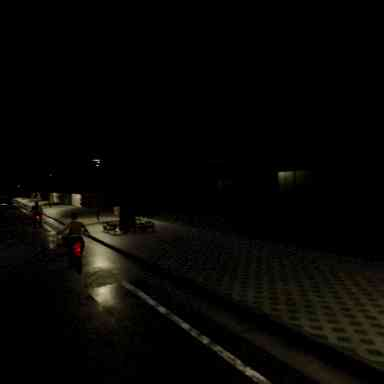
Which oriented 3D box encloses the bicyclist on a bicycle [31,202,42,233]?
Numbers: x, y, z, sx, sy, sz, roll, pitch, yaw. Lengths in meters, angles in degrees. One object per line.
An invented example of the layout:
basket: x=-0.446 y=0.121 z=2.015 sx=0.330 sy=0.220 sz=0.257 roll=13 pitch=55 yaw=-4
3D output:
bicyclist on a bicycle: x=-8.075 y=1.326 z=17.358 sx=0.582 sy=1.620 sz=1.656 roll=-3 pitch=1 yaw=-30

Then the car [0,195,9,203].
car: x=-38.797 y=1.351 z=68.024 sx=2.033 sy=1.411 sz=5.357 roll=-3 pitch=1 yaw=-30

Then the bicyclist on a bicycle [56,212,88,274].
bicyclist on a bicycle: x=-3.211 y=1.332 z=9.053 sx=0.866 sy=1.612 sz=1.509 roll=-2 pitch=1 yaw=-30

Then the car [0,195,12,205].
car: x=-30.158 y=1.381 z=53.475 sx=1.994 sy=1.385 sz=4.181 roll=-3 pitch=1 yaw=-30
